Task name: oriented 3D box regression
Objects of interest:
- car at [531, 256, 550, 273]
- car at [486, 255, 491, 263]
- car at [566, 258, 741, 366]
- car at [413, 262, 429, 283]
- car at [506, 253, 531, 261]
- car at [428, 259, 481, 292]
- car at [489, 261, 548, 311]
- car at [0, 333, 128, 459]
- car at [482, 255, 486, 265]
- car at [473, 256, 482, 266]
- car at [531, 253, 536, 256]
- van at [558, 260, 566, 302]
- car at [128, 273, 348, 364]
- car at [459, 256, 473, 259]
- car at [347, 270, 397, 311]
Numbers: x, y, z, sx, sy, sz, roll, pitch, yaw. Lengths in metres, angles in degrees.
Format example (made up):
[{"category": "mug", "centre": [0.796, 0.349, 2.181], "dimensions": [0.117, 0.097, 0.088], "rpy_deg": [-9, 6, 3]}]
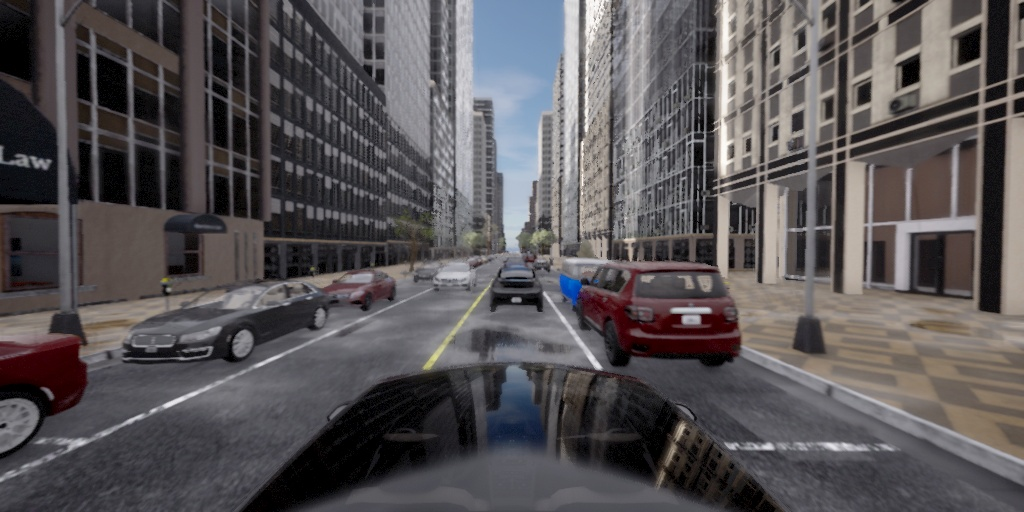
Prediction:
[{"category": "car", "centre": [2.910, 0.962, 36.196], "dimensions": [2.007, 1.370, 4.403], "rpy_deg": [0, 0, 0]}, {"category": "car", "centre": [-5.276, 0.613, 64.500], "dimensions": [1.751, 1.417, 4.829], "rpy_deg": [0, 0, 0]}, {"category": "car", "centre": [2.715, 1.014, 7.780], "dimensions": [2.192, 1.841, 5.009], "rpy_deg": [0, 0, 0]}, {"category": "car", "centre": [-5.549, 1.043, 24.887], "dimensions": [2.007, 1.370, 4.403], "rpy_deg": [0, 0, 0]}, {"category": "car", "centre": [0.287, 0.811, 30.500], "dimensions": [2.097, 1.767, 4.553], "rpy_deg": [0, 1, 0]}, {"category": "car", "centre": [-2.983, 1.083, 19.561], "dimensions": [1.812, 1.442, 4.674], "rpy_deg": [0, 1, 1]}, {"category": "car", "centre": [0.169, 1.133, 13.793], "dimensions": [1.837, 1.490, 4.892], "rpy_deg": [0, 1, 0]}, {"category": "car", "centre": [-5.704, 1.268, 2.154], "dimensions": [1.888, 1.381, 4.507], "rpy_deg": [0, 0, 0]}, {"category": "car", "centre": [-5.353, 0.643, 53.303], "dimensions": [1.967, 1.591, 4.097], "rpy_deg": [0, 0, 0]}, {"category": "car", "centre": [-5.392, 0.843, 47.620], "dimensions": [1.802, 1.307, 4.207], "rpy_deg": [0, 0, 0]}, {"category": "car", "centre": [3.066, 0.494, 58.930], "dimensions": [2.192, 1.841, 5.009], "rpy_deg": [0, 0, 0]}, {"category": "van", "centre": [2.754, 0.983, 13.464], "dimensions": [1.690, 1.789, 3.998], "rpy_deg": [0, 0, 0]}, {"category": "car", "centre": [-5.666, 1.216, 7.838], "dimensions": [2.007, 1.370, 4.403], "rpy_deg": [0, 0, 0]}, {"category": "car", "centre": [-5.470, 0.928, 36.253], "dimensions": [2.007, 1.370, 4.403], "rpy_deg": [0, 0, 0]}, {"category": "car", "centre": [-5.627, 1.190, 13.521], "dimensions": [1.802, 1.307, 4.207], "rpy_deg": [0, 0, 0]}]
